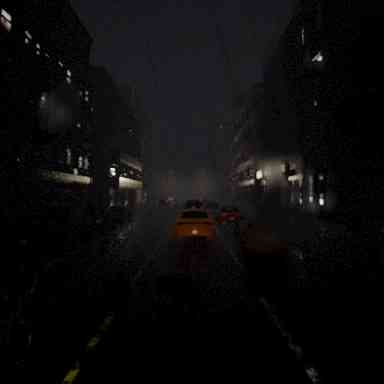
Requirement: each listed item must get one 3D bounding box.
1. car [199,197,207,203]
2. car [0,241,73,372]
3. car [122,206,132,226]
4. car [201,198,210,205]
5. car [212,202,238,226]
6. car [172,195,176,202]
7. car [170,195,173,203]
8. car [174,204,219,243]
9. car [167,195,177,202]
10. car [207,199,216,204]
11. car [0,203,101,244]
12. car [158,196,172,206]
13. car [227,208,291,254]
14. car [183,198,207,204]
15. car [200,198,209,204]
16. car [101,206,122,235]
[{"bbox_3d":[2.838,2.094,86.913,1.802,1.307,4.206,0,0,0],"label":"car"},{"bbox_3d":[-3.096,1.566,2.990,2.033,1.411,5.357,0,0,0],"label":"car"},{"bbox_3d":[-5.647,1.694,24.934,1.887,1.381,4.507,0,0,0],"label":"car"},{"bbox_3d":[2.810,1.941,70.174,1.752,1.417,4.829,0,0,0],"label":"car"},{"bbox_3d":[2.733,1.695,24.916,1.887,1.381,4.507,0,0,0],"label":"car"},{"bbox_3d":[-5.552,2.024,81.295,1.887,1.381,4.507,0,0,0],"label":"car"},{"bbox_3d":[-5.572,1.964,70.023,2.008,1.369,4.403,0,0,0],"label":"car"},{"bbox_3d":[0.127,1.579,16.809,1.882,1.535,5.008,0,0,0],"label":"car"},{"bbox_3d":[-5.532,1.859,92.569,2.192,1.841,5.009,0,0,0],"label":"car"},{"bbox_3d":[2.771,1.834,47.460,2.008,1.369,4.403,0,0,0],"label":"car"},{"bbox_3d":[-5.665,1.397,13.663,2.192,1.841,5.009,0,0,0],"label":"car"},{"bbox_3d":[-5.581,1.932,64.386,2.008,1.369,4.403,0,0,0],"label":"car"},{"bbox_3d":[2.714,1.609,13.814,1.752,1.417,4.829,0,0,0],"label":"car"},{"bbox_3d":[0.157,1.557,34.270,2.097,1.767,4.553,0,0,0],"label":"car"},{"bbox_3d":[2.819,2.013,75.641,1.947,1.339,4.313,0,0,0],"label":"car"},{"bbox_3d":[-5.657,1.556,19.298,1.967,1.590,4.097,0,0,0],"label":"car"}]
